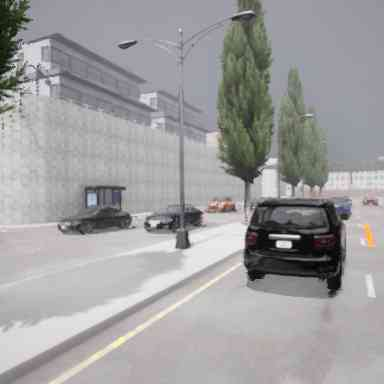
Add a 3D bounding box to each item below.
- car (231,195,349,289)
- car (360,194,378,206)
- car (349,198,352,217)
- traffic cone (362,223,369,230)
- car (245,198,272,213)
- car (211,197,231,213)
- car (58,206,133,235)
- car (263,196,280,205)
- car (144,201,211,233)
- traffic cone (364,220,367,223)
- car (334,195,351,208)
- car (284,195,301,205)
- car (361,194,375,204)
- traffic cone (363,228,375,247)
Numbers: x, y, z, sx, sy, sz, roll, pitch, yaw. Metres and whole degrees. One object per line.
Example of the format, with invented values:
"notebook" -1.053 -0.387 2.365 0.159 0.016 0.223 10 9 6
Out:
"car" 3.119 1.184 9.442 2.150 2.045 5.566 -1 0 26
"car" 25.629 1.304 47.899 1.895 1.301 4.718 -1 0 26
"car" 12.665 1.205 29.046 2.097 1.767 4.553 -1 0 26
"traffic cone" 8.042 1.862 15.168 0.340 0.580 0.340 -1 0 26
"car" 7.488 1.411 37.128 1.837 1.490 4.892 -1 0 26
"car" 3.134 1.307 36.187 2.097 1.767 4.553 -1 0 26
"car" -5.503 1.581 19.504 1.812 1.442 4.674 0 0 34
"car" 13.820 1.432 57.923 1.895 1.301 4.718 -1 0 26
"car" -0.969 1.496 19.770 2.128 1.511 4.902 -1 0 26
"traffic cone" 8.917 1.852 16.966 0.340 0.580 0.340 -1 0 26
"car" 20.378 1.239 44.883 1.882 1.535 5.008 -1 0 26
"car" 17.239 1.288 56.943 2.128 1.511 4.902 -1 0 26
"car" 30.039 1.129 56.959 1.882 1.535 5.008 -1 0 26
"traffic cone" 7.166 1.872 13.370 0.340 0.580 0.340 -1 0 26
